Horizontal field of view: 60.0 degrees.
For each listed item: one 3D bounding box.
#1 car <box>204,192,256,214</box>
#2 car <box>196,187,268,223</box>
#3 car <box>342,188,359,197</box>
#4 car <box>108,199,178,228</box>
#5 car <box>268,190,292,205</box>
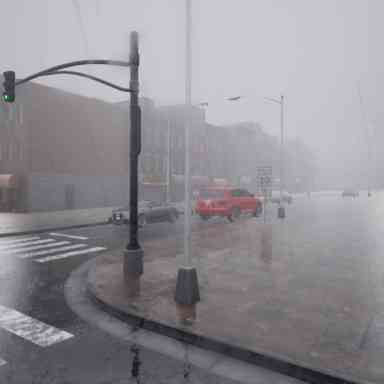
[{"bbox_3d":[3.193,0.794,26.934,2.128,1.511,4.902,0,2,35],"label":"car"},{"bbox_3d":[2.450,0.683,20.815,2.150,2.045,5.566,0,2,36],"label":"car"},{"bbox_3d":[25.047,0.088,52.483,2.033,1.411,5.357,0,2,35],"label":"car"},{"bbox_3d":[-2.640,1.127,18.754,1.994,1.385,4.181,0,2,36],"label":"car"},{"bbox_3d":[9.160,0.572,35.293,1.812,1.442,4.674,0,2,36],"label":"car"}]
